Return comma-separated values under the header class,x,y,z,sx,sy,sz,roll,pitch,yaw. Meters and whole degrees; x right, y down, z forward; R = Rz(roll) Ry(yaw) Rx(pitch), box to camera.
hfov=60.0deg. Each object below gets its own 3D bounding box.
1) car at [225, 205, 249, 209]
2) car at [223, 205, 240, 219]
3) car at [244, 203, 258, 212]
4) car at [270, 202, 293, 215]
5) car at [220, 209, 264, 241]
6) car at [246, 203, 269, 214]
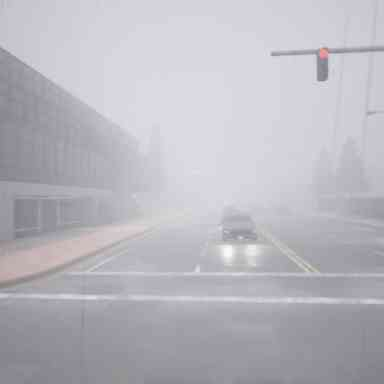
class,x,y,z,sx,sy,sz,roll,pitch,yaw
car,3.637,2.141,29.060,1.994,1.385,4.181,-1,-1,6
car,4.634,2.282,39.110,1.837,1.490,4.892,-1,-1,6
car,9.923,2.574,56.365,1.837,1.490,4.892,-1,-1,6
car,12.495,2.352,45.759,2.033,1.411,5.357,-1,-1,6
car,2.664,1.927,19.139,2.033,1.411,5.357,-1,-1,6
car,8.996,2.360,46.330,2.128,1.511,4.902,-1,-1,6
